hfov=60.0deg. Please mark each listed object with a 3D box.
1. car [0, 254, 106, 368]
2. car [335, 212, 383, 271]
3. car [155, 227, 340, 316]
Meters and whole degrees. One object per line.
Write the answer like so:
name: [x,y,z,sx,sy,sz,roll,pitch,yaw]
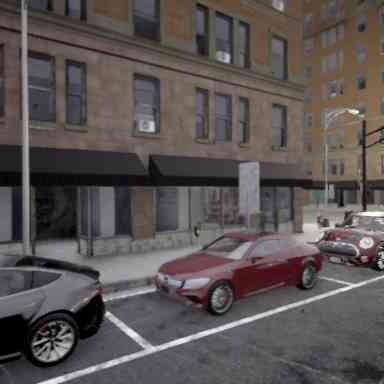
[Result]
car: [-3.271,1.568,4.201,4.313,1.339,1.947,0,0,-35]
car: [5.687,1.388,10.590,4.097,1.590,1.967,0,0,-35]
car: [1.208,1.557,7.396,4.206,1.307,1.802,0,0,-35]
